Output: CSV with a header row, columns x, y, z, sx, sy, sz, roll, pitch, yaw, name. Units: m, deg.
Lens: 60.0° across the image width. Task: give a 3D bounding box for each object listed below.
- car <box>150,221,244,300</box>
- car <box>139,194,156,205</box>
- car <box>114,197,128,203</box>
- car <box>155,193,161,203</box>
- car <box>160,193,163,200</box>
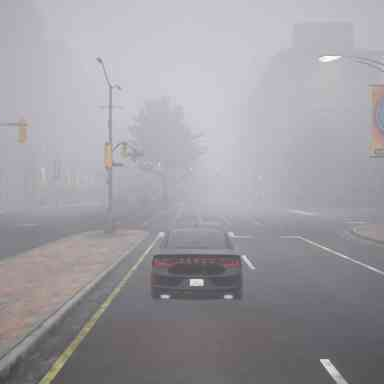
x,y,z,sx,sy,sz,roll,pitch,yaw,name
0.114,1.478,8.462,1.882,1.535,5.008,0,0,1,car
-7.841,1.505,56.473,1.837,1.490,4.892,0,0,1,car
-14.460,1.595,67.846,1.895,1.301,4.718,0,0,0,car
-7.754,1.526,65.732,1.812,1.442,4.674,0,0,1,car
-7.674,1.225,76.484,2.150,2.045,5.566,0,0,0,car
